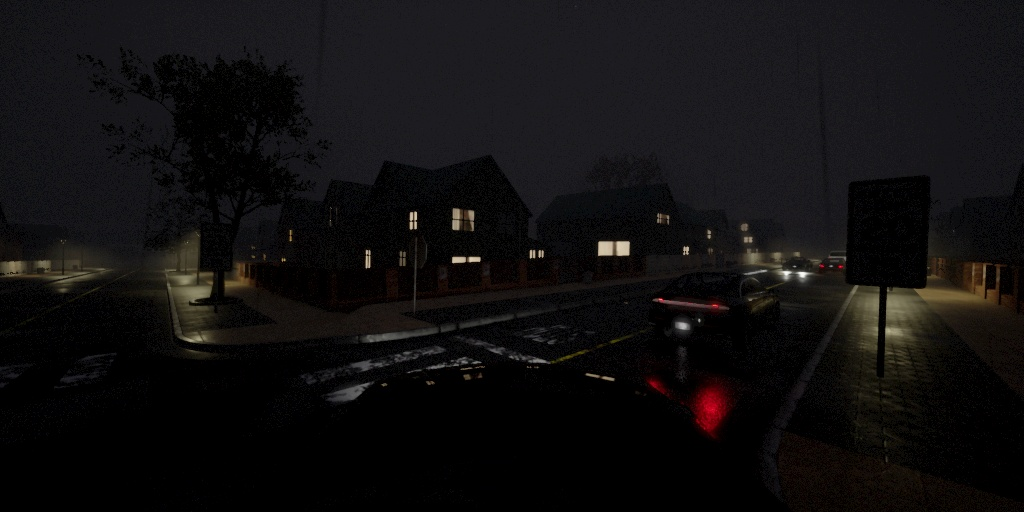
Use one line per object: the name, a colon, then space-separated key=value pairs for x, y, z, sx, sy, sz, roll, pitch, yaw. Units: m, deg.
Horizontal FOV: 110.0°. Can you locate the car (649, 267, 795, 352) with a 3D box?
car: x=5.095 y=1.142 z=8.759 sx=4.902 sy=1.511 sz=2.128 roll=-1 pitch=2 yaw=-45

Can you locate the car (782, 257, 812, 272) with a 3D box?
car: x=28.259 y=0.792 z=35.411 sx=4.181 sy=1.385 sz=1.994 roll=-1 pitch=2 yaw=-45

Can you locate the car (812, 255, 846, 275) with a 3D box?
car: x=28.348 y=0.874 z=31.551 sx=5.357 sy=1.411 sz=2.033 roll=-1 pitch=2 yaw=-44

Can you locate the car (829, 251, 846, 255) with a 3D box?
car: x=35.854 y=0.439 z=38.966 sx=5.566 sy=2.045 sz=2.150 roll=-1 pitch=2 yaw=-44
